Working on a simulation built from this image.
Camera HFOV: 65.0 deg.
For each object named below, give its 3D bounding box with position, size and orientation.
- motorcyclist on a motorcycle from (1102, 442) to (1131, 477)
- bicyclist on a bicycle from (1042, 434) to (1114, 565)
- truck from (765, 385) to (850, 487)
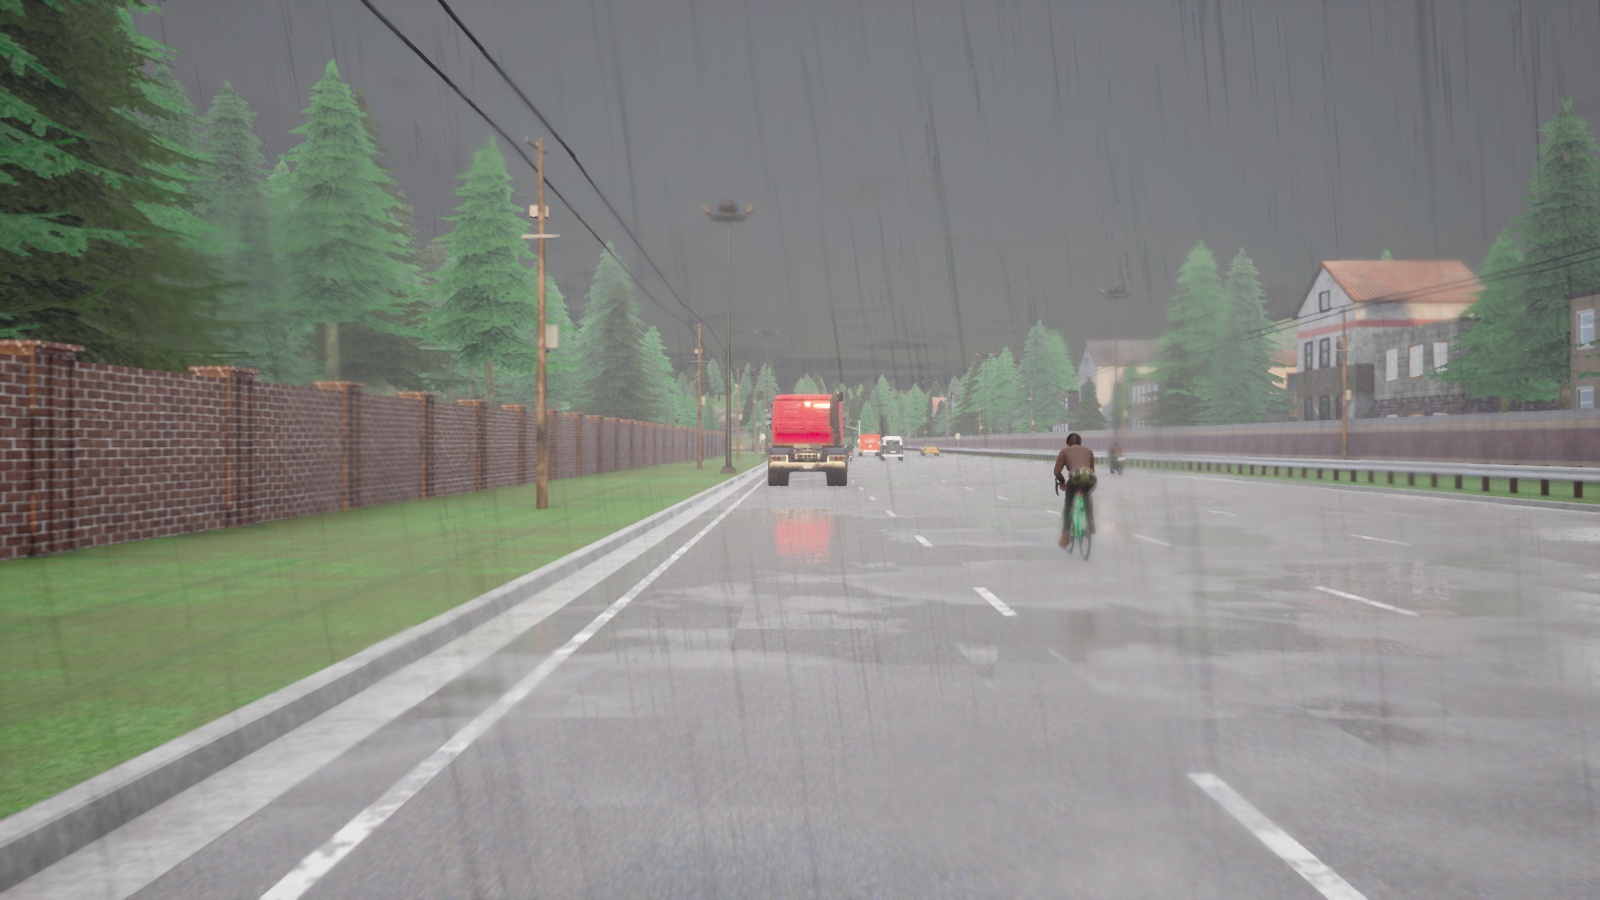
[{"bbox_3d":[14.341,0.419,56.921,0.797,1.523,2.044,0,0,0],"label":"motorcyclist on a motorcycle"},{"bbox_3d":[3.609,0.610,16.395,0.582,1.620,1.656,0,0,0],"label":"bicyclist on a bicycle"},{"bbox_3d":[0.282,-0.497,46.527,2.891,3.462,7.936,0,0,0],"label":"truck"}]
